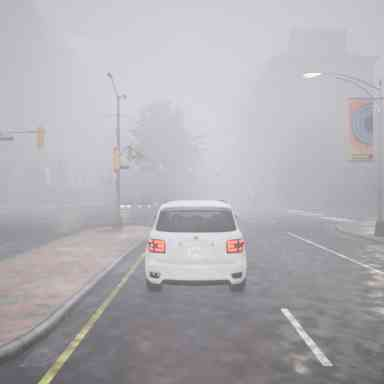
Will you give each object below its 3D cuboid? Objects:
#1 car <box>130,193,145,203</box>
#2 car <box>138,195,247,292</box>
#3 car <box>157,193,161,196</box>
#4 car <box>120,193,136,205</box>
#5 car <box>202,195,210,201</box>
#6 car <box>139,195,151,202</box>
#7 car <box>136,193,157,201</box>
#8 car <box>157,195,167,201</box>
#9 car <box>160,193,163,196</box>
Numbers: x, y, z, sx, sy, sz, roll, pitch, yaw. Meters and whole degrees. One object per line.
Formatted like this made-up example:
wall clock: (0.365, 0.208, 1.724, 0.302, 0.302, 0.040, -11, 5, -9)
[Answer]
car: (-11.302, 1.225, 69.624, 2.150, 2.045, 5.566, 0, 0, 0)
car: (0.096, 1.221, 9.048, 2.150, 2.045, 5.566, 0, 0, 0)
car: (-7.834, 1.526, 66.811, 1.812, 1.442, 4.674, 0, 0, 1)
car: (-11.399, 1.491, 59.705, 2.128, 1.511, 4.902, 0, 0, 1)
car: (3.756, 1.540, 89.897, 2.033, 1.411, 5.357, 0, 0, 0)
car: (-11.272, 1.525, 80.062, 2.128, 1.511, 4.902, 0, 0, 0)
car: (-7.916, 1.352, 57.926, 2.097, 1.767, 4.553, 0, 0, 0)
car: (-7.754, 1.552, 86.243, 1.994, 1.385, 4.181, 0, 0, 0)
car: (-7.783, 1.225, 76.427, 2.150, 2.045, 5.566, 0, 0, 0)
